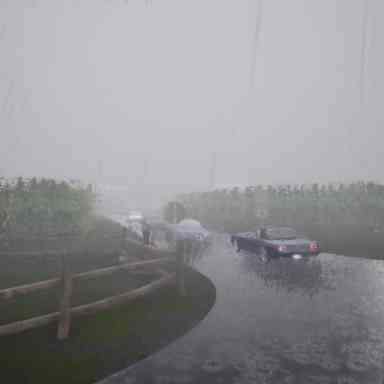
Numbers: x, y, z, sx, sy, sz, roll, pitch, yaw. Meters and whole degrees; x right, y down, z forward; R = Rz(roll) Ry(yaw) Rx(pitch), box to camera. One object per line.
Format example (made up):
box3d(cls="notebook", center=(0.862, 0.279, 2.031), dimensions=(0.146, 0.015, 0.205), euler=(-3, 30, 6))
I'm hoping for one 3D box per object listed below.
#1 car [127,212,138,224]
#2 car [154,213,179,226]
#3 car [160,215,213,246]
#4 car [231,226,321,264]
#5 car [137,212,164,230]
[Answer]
box3d(cls="car", center=(-7.046, 3.187, 41.456), dimensions=(1.812, 1.442, 4.674), euler=(0, -2, -17))
box3d(cls="car", center=(-3.030, 3.078, 38.098), dimensions=(1.895, 1.301, 4.718), euler=(0, -2, -17))
box3d(cls="car", center=(-0.328, 2.275, 19.366), dimensions=(1.812, 1.442, 4.674), euler=(0, -2, -17))
box3d(cls="car", center=(3.243, 2.099, 13.987), dimensions=(1.895, 1.301, 4.718), euler=(-1, -2, -13))
box3d(cls="car", center=(-3.302, 2.659, 29.159), dimensions=(1.837, 1.490, 4.892), euler=(0, -2, -17))
